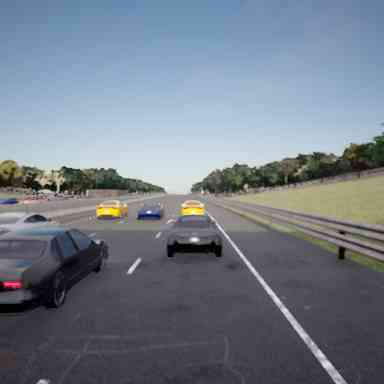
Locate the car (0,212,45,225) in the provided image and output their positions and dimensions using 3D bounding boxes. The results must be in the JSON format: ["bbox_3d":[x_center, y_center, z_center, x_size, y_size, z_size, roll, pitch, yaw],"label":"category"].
[{"bbox_3d":[-6.907,1.520,13.578,1.812,1.442,4.674,0,0,0],"label":"car"}]

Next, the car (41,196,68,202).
[{"bbox_3d":[-17.889,1.483,44.458,1.882,1.535,5.008,0,0,-1],"label":"car"}]

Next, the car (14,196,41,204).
[{"bbox_3d":[-21.390,1.356,44.633,2.097,1.767,4.553,0,0,-1],"label":"car"}]

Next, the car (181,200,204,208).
[{"bbox_3d":[0.059,1.482,29.406,1.882,1.535,5.008,0,0,0],"label":"car"}]

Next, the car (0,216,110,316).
[{"bbox_3d":[-3.433,1.543,7.791,2.033,1.411,5.357,0,0,0],"label":"car"}]

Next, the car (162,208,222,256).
[{"bbox_3d":[0.090,1.558,13.085,1.994,1.385,4.181,0,0,0],"label":"car"}]

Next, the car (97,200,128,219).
[{"bbox_3d":[-6.941,1.481,29.415,1.882,1.535,5.008,0,0,0],"label":"car"}]

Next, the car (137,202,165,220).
[{"bbox_3d":[-3.435,1.567,28.473,1.994,1.385,4.181,0,0,0],"label":"car"}]

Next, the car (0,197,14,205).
[{"bbox_3d":[-24.880,1.480,44.302,1.882,1.535,5.008,0,0,-1],"label":"car"}]
